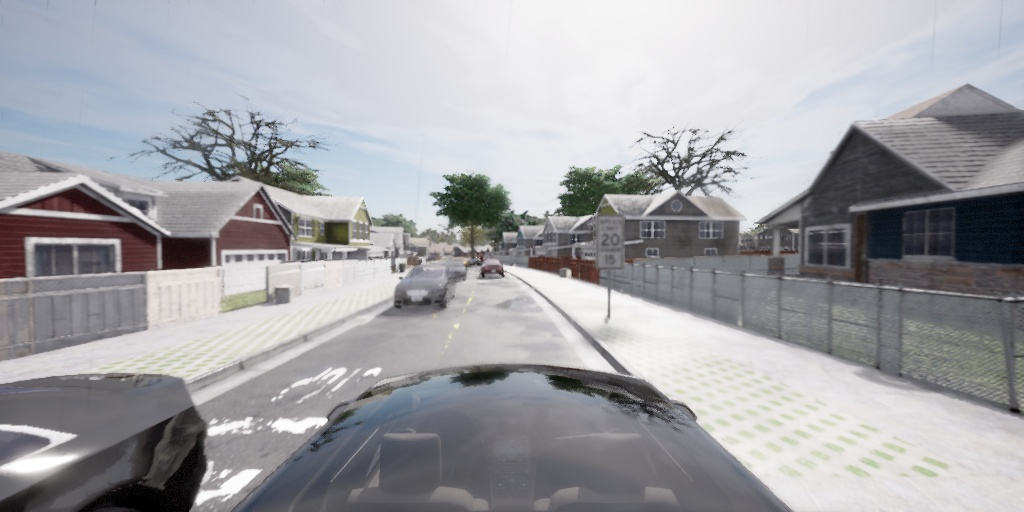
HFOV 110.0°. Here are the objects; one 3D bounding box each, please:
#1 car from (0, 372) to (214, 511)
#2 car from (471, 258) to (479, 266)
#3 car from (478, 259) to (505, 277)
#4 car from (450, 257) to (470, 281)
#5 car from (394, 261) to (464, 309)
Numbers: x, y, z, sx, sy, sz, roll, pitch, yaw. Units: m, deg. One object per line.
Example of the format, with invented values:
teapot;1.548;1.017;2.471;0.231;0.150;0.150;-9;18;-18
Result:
car;-2.923;1.267;0.326;2.128;1.511;4.902;-1;1;0
car;-5.719;0.987;54.840;1.895;1.301;4.718;0;0;-12
car;-1.714;1.000;30.686;1.812;1.442;4.674;0;0;-7
car;-4.238;1.038;26.515;1.812;1.442;4.674;0;0;-6
car;-3.276;1.126;14.244;2.128;1.511;4.902;0;0;-3
